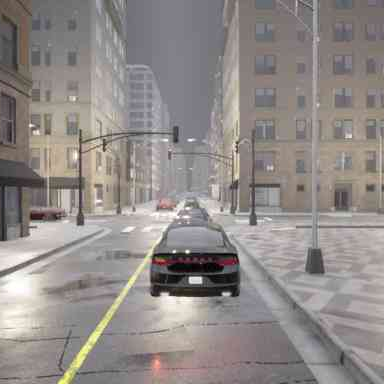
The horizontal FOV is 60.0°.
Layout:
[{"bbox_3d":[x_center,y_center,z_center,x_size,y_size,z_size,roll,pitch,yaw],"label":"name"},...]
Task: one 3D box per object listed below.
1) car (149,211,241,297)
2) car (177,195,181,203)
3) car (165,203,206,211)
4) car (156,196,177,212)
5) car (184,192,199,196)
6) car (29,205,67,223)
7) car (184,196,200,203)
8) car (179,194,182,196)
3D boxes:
[{"bbox_3d":[0.059,1.477,8.618,1.882,1.535,5.008,0,0,0],"label":"car"},{"bbox_3d":[-3.159,1.544,49.527,2.033,1.411,5.357,0,0,0],"label":"car"},{"bbox_3d":[0.073,1.546,18.428,2.033,1.411,5.357,0,0,5],"label":"car"},{"bbox_3d":[-3.172,1.474,39.796,1.882,1.535,5.008,0,0,-1],"label":"car"},{"bbox_3d":[-0.155,1.352,76.538,2.097,1.767,4.553,0,0,0],"label":"car"},{"bbox_3d":[-11.842,1.599,24.617,4.718,1.301,1.895,0,0,-1],"label":"car"},{"bbox_3d":[0.000,1.522,41.357,1.812,1.442,4.674,0,0,0],"label":"car"},{"bbox_3d":[-3.179,1.501,59.701,1.837,1.490,4.892,0,0,0],"label":"car"}]
